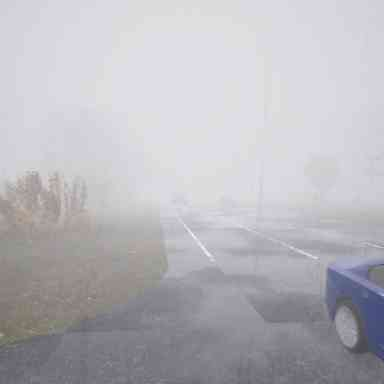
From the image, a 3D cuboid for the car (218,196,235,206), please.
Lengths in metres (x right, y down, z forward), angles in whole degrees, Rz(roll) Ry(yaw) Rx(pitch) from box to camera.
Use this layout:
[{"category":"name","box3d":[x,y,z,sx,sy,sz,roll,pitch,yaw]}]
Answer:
[{"category":"car","box3d":[5.219,1.342,50.883,1.994,1.385,4.181,0,0,-6]}]

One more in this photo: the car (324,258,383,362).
[{"category":"car","box3d":[3.262,1.482,3.373,1.882,1.535,5.008,0,0,-6]}]

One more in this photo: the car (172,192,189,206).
[{"category":"car","box3d":[-1.910,1.033,50.717,2.150,2.045,5.566,0,0,-7]}]

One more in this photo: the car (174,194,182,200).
[{"category":"car","box3d":[-3.449,1.177,83.053,1.812,1.442,4.674,0,0,1]}]
